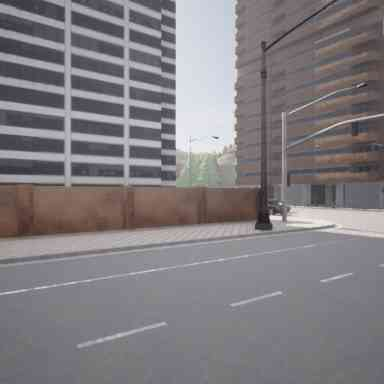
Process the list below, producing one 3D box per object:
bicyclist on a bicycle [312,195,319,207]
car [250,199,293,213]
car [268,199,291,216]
[{"bbox_3d":[17.220,1.300,46.272,1.656,1.620,0.582,0,0,-36],"label":"bicyclist on a bicycle"},{"bbox_3d":[8.885,1.525,37.380,1.812,1.442,4.674,0,0,-36],"label":"car"},{"bbox_3d":[7.428,1.504,33.387,1.837,1.490,4.892,0,0,-36],"label":"car"}]
